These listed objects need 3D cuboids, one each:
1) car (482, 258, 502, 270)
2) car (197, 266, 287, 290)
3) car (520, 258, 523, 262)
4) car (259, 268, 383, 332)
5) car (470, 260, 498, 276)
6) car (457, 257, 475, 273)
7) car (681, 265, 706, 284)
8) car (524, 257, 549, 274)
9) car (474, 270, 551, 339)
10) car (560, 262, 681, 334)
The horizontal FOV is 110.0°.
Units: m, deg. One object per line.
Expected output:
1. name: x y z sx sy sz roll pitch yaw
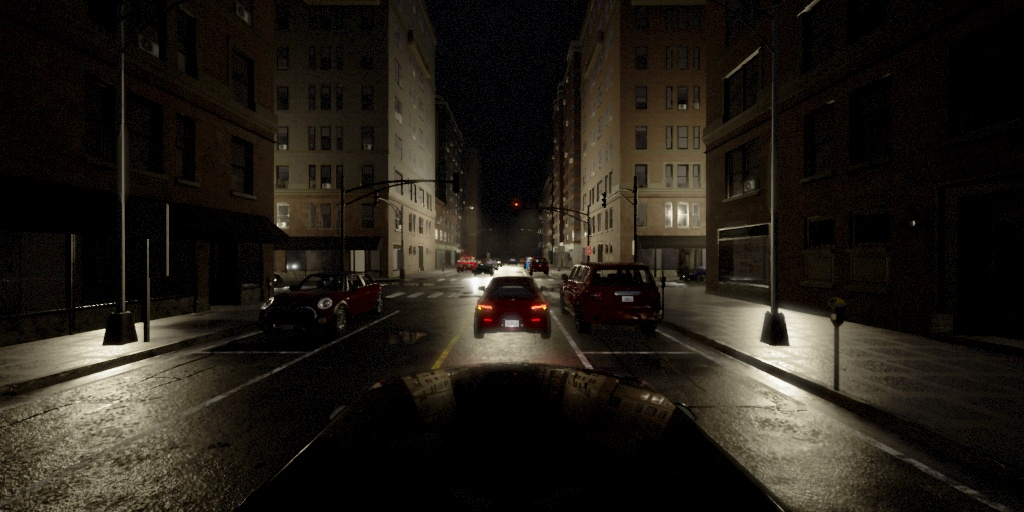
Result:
1. car: -2.761 1.294 48.572 2.033 1.411 5.357 0 0 0
2. car: -17.076 1.361 22.846 4.181 1.385 1.994 0 0 0
3. car: 2.786 1.060 54.159 2.192 1.841 5.009 0 0 0
4. car: -5.373 1.189 10.606 1.967 1.591 4.097 0 0 0
5. car: -2.785 1.349 36.496 1.895 1.301 4.718 0 0 0
6. car: -5.341 1.062 43.166 2.192 1.841 5.009 0 0 0
7. car: 14.290 1.270 25.666 4.181 1.385 1.994 0 0 0
8. car: 2.767 1.062 37.647 2.192 1.841 5.009 0 0 0
9. car: 0.022 1.275 9.947 1.812 1.442 4.674 0 0 1
10. car: 2.652 1.064 10.591 2.192 1.841 5.009 0 0 0
